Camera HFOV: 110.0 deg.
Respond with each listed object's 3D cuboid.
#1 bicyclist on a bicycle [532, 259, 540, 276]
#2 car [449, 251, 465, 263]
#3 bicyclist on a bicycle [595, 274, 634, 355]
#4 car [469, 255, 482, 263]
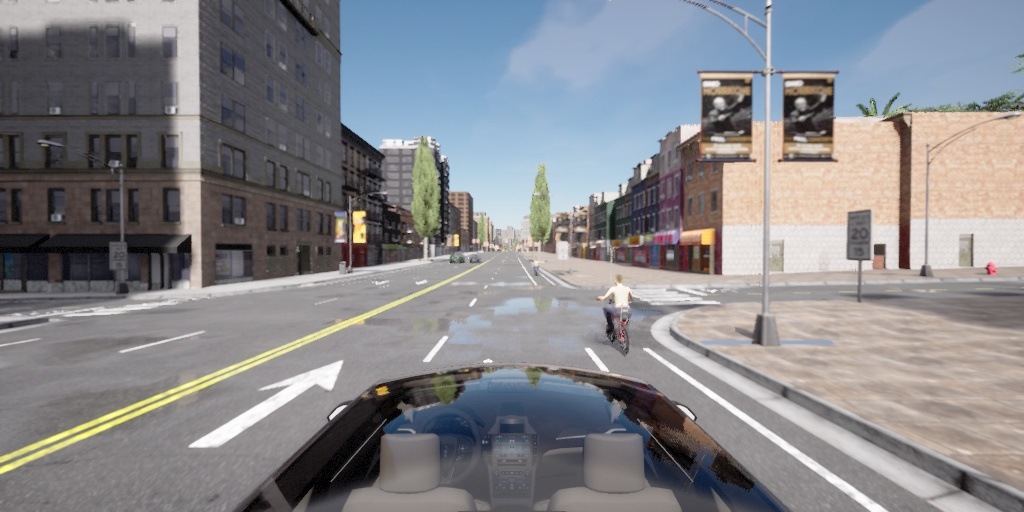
[{"bbox_3d":[2.237,1.035,33.192,0.866,1.612,1.509,0,1,0],"label":"bicyclist on a bicycle"},{"bbox_3d":[-9.745,0.224,63.980,2.150,2.045,5.566,0,1,0],"label":"car"},{"bbox_3d":[2.269,1.185,7.730,0.866,1.612,1.509,0,0,0],"label":"bicyclist on a bicycle"},{"bbox_3d":[-6.495,0.505,64.016,1.837,1.490,4.892,0,1,0],"label":"car"}]
